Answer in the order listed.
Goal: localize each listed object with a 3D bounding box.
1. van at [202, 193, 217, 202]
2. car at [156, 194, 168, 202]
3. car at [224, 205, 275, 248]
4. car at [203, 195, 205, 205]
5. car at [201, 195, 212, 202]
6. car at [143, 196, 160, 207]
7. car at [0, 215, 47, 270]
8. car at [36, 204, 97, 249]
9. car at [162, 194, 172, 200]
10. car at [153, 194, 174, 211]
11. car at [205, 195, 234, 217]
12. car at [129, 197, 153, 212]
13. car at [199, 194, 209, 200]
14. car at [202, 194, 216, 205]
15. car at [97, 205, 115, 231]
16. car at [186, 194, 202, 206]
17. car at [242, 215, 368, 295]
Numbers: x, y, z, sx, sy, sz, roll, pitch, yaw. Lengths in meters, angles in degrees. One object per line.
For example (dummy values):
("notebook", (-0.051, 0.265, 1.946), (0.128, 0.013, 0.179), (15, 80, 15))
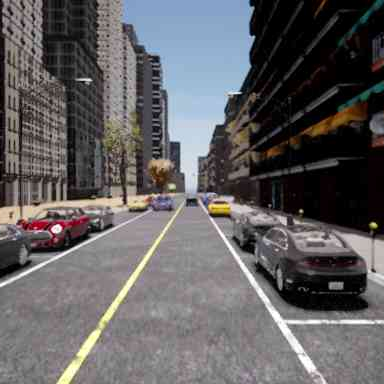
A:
("van", (2.694, 1.077, 47.113), (1.690, 1.788, 3.998), (0, 0, 0))
("car", (-5.685, 1.179, 63.543), (1.752, 1.417, 4.829), (0, 0, 0))
("car", (2.691, 1.468, 13.920), (2.008, 1.369, 4.403), (0, 0, 0))
("car", (2.693, 1.346, 41.583), (1.802, 1.307, 4.206), (0, 0, 0))
("car", (2.695, 1.203, 63.712), (2.008, 1.369, 4.403), (0, 0, 0))
("car", (-5.687, 1.318, 47.116), (1.802, 1.307, 4.206), (0, 0, 0))
("car", (-5.690, 1.500, 8.388), (2.008, 1.369, 4.403), (0, 0, 0))
("car", (-5.689, 1.357, 13.921), (1.967, 1.590, 4.097), (0, 0, 0))
("car", (-5.684, 1.145, 74.779), (1.887, 1.381, 4.507), (0, 0, 0))
("car", (-3.087, 1.143, 36.372), (2.097, 1.767, 4.553), (0, 0, 0))
("car", (2.353, 1.286, 29.376), (1.801, 1.575, 5.366), (0, 0, 0))
("car", (-5.687, 1.319, 35.880), (1.752, 1.417, 4.829), (0, 0, 0))
("car", (2.696, 1.151, 74.778), (2.008, 1.369, 4.403), (0, 0, 0))
("car", (2.694, 1.148, 52.647), (1.967, 1.590, 4.097), (0, 0, 0))
("car", (-5.689, 1.435, 19.453), (2.008, 1.369, 4.403), (0, 0, 0))
("car", (0.009, 1.219, 49.025), (2.128, 1.511, 4.902), (0, 0, 0))
("car", (2.691, 1.500, 8.387), (2.008, 1.369, 4.403), (0, 0, 0))
